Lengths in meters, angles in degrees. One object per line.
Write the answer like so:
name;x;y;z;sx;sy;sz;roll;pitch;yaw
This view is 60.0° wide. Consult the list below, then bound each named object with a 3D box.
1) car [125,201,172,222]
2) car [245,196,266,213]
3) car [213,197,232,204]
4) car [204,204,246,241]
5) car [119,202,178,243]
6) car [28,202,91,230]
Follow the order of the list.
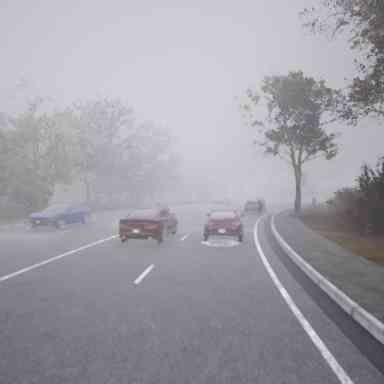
car;-3.454;1.551;27.777;2.033;1.411;5.357;0;0;14
car;7.192;1.558;37.653;2.128;1.511;4.902;0;0;20
car;5.522;1.603;59.575;2.033;1.411;5.357;0;0;29
car;1.678;1.548;16.947;1.812;1.442;4.674;0;0;9
car;-1.971;1.483;16.272;1.882;1.535;5.008;0;0;8
car;-8.352;1.455;21.462;1.882;1.535;5.008;0;0;11
